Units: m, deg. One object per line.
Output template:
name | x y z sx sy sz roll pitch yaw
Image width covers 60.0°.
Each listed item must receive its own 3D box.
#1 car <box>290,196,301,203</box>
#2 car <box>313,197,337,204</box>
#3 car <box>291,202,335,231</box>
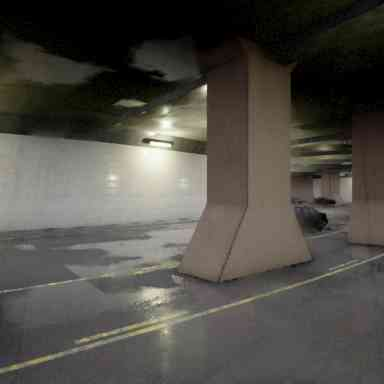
car | 18.602 1.489 62.883 2.128 1.511 4.902 0 0 -17
car | 23.235 1.546 58.451 2.033 1.411 5.357 0 0 -6
car | 5.961 1.547 18.929 2.033 1.411 5.357 0 0 43
